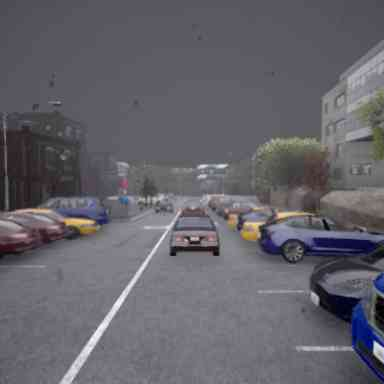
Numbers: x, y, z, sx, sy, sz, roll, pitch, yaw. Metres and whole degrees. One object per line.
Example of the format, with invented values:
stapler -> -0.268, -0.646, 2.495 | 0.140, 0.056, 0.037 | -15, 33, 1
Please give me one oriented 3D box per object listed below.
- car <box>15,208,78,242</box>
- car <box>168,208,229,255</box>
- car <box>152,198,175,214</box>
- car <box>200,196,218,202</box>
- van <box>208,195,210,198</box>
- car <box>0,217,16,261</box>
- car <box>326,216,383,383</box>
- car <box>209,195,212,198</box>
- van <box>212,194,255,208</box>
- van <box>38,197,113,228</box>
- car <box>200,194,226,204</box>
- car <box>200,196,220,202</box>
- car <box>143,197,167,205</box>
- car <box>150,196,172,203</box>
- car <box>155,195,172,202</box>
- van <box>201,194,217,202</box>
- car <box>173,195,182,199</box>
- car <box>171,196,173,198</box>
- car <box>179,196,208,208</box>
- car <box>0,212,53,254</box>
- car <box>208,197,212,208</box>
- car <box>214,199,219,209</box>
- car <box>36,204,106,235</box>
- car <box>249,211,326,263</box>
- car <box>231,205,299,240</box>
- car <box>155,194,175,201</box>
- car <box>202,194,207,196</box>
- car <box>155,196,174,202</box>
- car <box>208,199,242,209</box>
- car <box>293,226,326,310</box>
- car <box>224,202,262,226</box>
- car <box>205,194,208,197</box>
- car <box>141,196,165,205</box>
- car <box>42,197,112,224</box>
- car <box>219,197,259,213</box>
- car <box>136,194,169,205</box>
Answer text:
car -> -7.672, 1.579, 14.165 | 4.674, 1.452, 2.002 | 0, 0, 0
car -> 0.096, 1.603, 13.485 | 2.033, 1.411, 5.357 | 0, 0, 0
car -> -3.080, 1.734, 37.953 | 1.994, 1.385, 4.181 | 0, 0, 0
car -> 4.678, 1.872, 92.666 | 4.892, 1.521, 2.231 | 0, 1, 0
van -> 4.784, 1.457, 45.163 | 4.442, 1.987, 1.878 | 0, 0, 0
car -> -7.647, 1.543, 8.708 | 4.792, 1.488, 2.163 | 0, 0, 0
car -> 4.624, 1.237, 3.259 | 5.566, 2.045, 2.435 | 0, 0, 0
car -> 4.695, 1.532, 39.576 | 4.553, 1.767, 2.185 | 0, 0, 0
van -> 4.546, 1.405, 33.988 | 4.442, 1.987, 1.878 | 0, 0, 0
van -> -7.788, 1.352, 22.539 | 4.442, 1.987, 1.878 | 0, 0, 0
car -> 4.649, 1.562, 73.099 | 5.566, 2.045, 2.435 | 0, 0, 0
car -> 4.688, 1.879, 87.063 | 4.892, 1.521, 2.231 | 0, 0, 0
car -> -7.652, 1.833, 68.729 | 4.674, 1.452, 2.002 | 0, 0, 0
car -> -7.834, 1.859, 83.545 | 5.366, 1.575, 1.946 | 0, 0, 0
car -> -7.616, 1.759, 89.426 | 4.553, 1.767, 2.185 | 0, 0, 0
van -> 4.566, 1.659, 89.858 | 4.442, 1.987, 1.878 | 0, 0, 0
car -> -2.971, 1.556, 79.190 | 1.837, 1.490, 4.892 | 0, 0, 0
car -> -7.656, 1.848, 80.482 | 4.892, 1.521, 2.231 | 0, 0, 0
car -> 0.103, 1.491, 31.385 | 2.097, 1.767, 4.553 | 0, 0, 0
car -> -7.672, 1.567, 11.498 | 4.674, 1.452, 2.002 | 0, 0, 0
car -> 4.659, 1.645, 36.906 | 5.008, 1.535, 2.097 | 0, 0, 0
car -> 4.655, 1.606, 28.400 | 4.892, 1.521, 2.231 | 0, 0, 0
car -> -7.488, 1.550, 17.081 | 5.366, 1.575, 1.946 | 0, 0, 0
car -> 4.684, 1.557, 11.638 | 4.792, 1.488, 2.163 | 0, 0, 0
car -> 4.686, 1.583, 17.226 | 4.792, 1.488, 2.163 | 0, 0, 0
car -> -7.617, 1.590, 95.199 | 5.566, 2.045, 2.435 | 0, 1, 0
car -> 4.698, 1.471, 53.545 | 5.566, 2.045, 2.435 | 0, 0, 0
car -> -7.651, 1.875, 92.256 | 5.008, 1.535, 2.097 | 0, 0, 0
car -> 4.696, 1.726, 47.957 | 4.792, 1.488, 2.163 | 0, 0, 0
car -> 4.624, 1.531, 6.051 | 4.792, 1.488, 2.163 | 0, 0, 0
car -> 4.843, 1.563, 20.019 | 5.366, 1.575, 1.946 | 0, 0, 0
car -> 4.638, 1.584, 50.749 | 4.553, 1.767, 2.185 | 0, 0, 0
car -> -7.624, 1.653, 65.791 | 4.553, 1.767, 2.185 | 0, 0, 0
car -> -7.701, 1.314, 19.748 | 5.566, 2.045, 2.435 | 0, 0, 0
car -> 4.628, 1.467, 25.609 | 4.553, 1.767, 2.185 | 0, 0, 0
car -> -7.685, 1.515, 62.979 | 5.566, 2.045, 2.435 | 0, 0, 0
